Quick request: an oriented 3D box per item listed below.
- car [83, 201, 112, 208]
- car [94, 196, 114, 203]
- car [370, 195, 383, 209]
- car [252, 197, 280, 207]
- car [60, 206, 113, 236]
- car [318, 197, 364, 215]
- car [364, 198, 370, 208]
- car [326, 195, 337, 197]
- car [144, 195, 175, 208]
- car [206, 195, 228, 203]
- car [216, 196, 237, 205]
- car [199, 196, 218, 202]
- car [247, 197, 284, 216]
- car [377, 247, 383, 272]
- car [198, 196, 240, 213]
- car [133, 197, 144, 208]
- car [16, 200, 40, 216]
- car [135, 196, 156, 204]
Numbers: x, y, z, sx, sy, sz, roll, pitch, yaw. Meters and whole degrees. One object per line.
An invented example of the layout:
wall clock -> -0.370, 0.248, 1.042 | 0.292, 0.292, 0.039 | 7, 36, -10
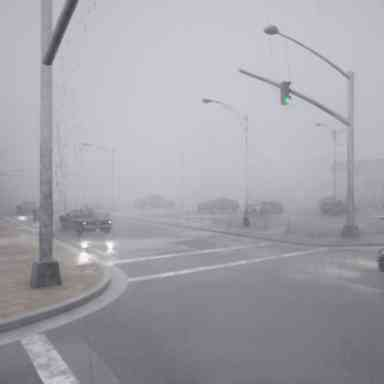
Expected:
car -> -9.122, 1.791, 30.031 | 1.895, 1.301, 4.718 | 0, 0, -36
car -> -17.141, 1.613, 65.048 | 3.633, 1.501, 1.845 | 0, 0, -36
car -> 27.328, 1.393, 46.841 | 3.866, 1.878, 1.905 | 0, 0, -36
car -> 12.337, 1.592, 55.465 | 4.514, 1.523, 2.007 | 0, 0, -36
car -> -6.470, 1.782, 20.151 | 1.895, 1.301, 4.718 | 0, 0, -36
car -> 14.927, 1.565, 33.452 | 4.514, 1.523, 2.007 | 0, 0, -36
car -> 25.886, 1.678, 49.899 | 3.806, 1.475, 1.970 | 0, 0, -36
car -> 19.018, 1.391, 44.927 | 4.605, 1.855, 1.932 | 0, 0, -36
car -> -4.394, 1.320, 47.746 | 3.866, 1.878, 1.905 | 0, 0, -36
car -> 5.881, 1.642, 77.709 | 5.027, 1.636, 2.152 | 0, 0, -36
car -> 6.548, 1.612, 63.610 | 3.633, 1.501, 1.845 | 0, 0, -36
car -> 4.011, 1.651, 80.227 | 4.514, 1.523, 2.007 | 0, 0, -36
car -> 7.065, 1.479, 32.321 | 3.806, 1.475, 1.970 | 0, 0, -36
car -> 6.878, 1.634, 7.696 | 1.812, 1.442, 4.674 | -1, 0, -36
car -> 3.062, 1.398, 37.348 | 5.027, 1.636, 2.152 | 0, 0, -36
car -> -6.422, 1.339, 49.866 | 4.605, 1.855, 1.932 | 0, 0, -36
car -> -17.589, 1.683, 35.690 | 1.837, 1.490, 4.892 | 0, 0, -35
car -> -9.373, 1.644, 66.951 | 3.806, 1.475, 1.970 | 0, 0, -36
